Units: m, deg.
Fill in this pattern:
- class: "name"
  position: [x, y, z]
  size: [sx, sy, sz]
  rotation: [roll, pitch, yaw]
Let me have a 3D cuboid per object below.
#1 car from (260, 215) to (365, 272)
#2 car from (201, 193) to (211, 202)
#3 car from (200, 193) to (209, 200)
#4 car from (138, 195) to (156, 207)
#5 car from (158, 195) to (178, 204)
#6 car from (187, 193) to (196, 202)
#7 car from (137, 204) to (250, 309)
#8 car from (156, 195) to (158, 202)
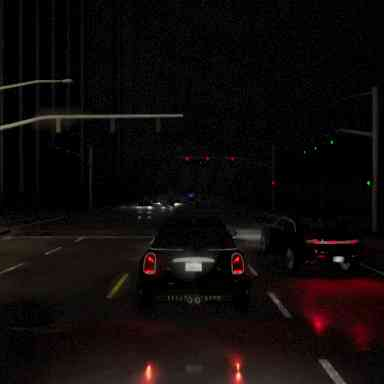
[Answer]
- class: "car"
  position: [3.598, 1.484, 10.822]
  size: [2.128, 1.511, 4.902]
  rotation: [0, 0, -3]
- class: "car"
  position: [3.350, 1.465, 77.455]
  size: [1.812, 1.442, 4.674]
  rotation: [0, 0, 0]
- class: "car"
  position: [3.331, 1.155, 87.534]
  size: [2.097, 1.767, 4.553]
  rotation: [0, 0, 0]
- class: "car"
  position: [-7.181, 1.490, 51.695]
  size: [1.812, 1.442, 4.674]
  rotation: [0, 0, 0]
- class: "car"
  position: [-3.686, 1.512, 51.639]
  size: [2.033, 1.411, 5.357]
  rotation: [0, 0, 0]
- class: "car"
  position: [-0.150, 1.538, 77.547]
  size: [1.895, 1.301, 4.718]
  rotation: [0, 0, 0]
- class: "car"
  position: [0.042, 1.346, 8.012]
  size: [2.097, 1.767, 4.553]
  rotation: [0, 0, 0]
- class: "car"
  position: [-7.143, 1.306, 67.730]
  size: [2.097, 1.767, 4.553]
  rotation: [0, 0, 0]
